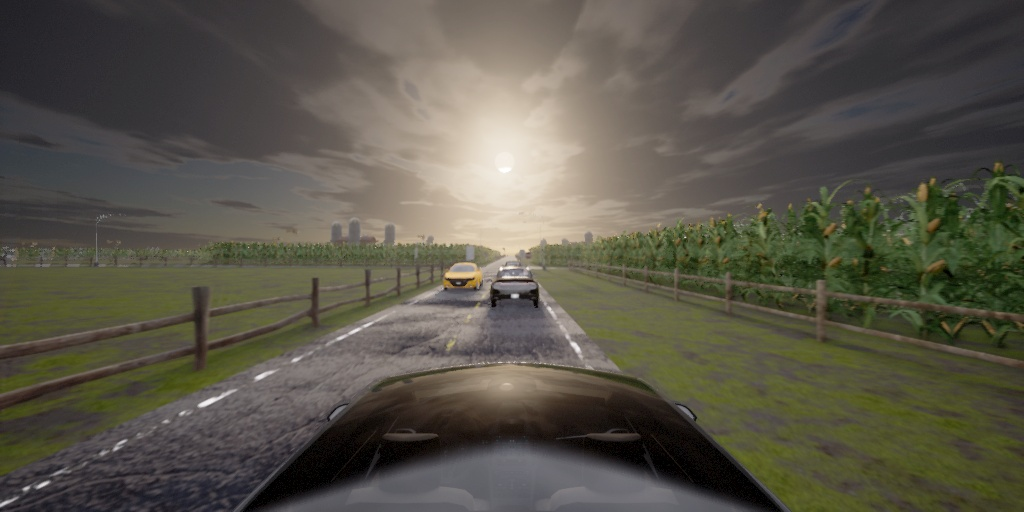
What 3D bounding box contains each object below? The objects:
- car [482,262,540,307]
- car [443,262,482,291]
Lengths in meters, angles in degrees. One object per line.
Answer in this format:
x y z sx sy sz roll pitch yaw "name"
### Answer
0.107 1.192 14.999 2.128 1.511 4.902 0 0 0 "car"
-2.838 1.156 21.524 1.882 1.535 5.008 0 0 0 "car"
